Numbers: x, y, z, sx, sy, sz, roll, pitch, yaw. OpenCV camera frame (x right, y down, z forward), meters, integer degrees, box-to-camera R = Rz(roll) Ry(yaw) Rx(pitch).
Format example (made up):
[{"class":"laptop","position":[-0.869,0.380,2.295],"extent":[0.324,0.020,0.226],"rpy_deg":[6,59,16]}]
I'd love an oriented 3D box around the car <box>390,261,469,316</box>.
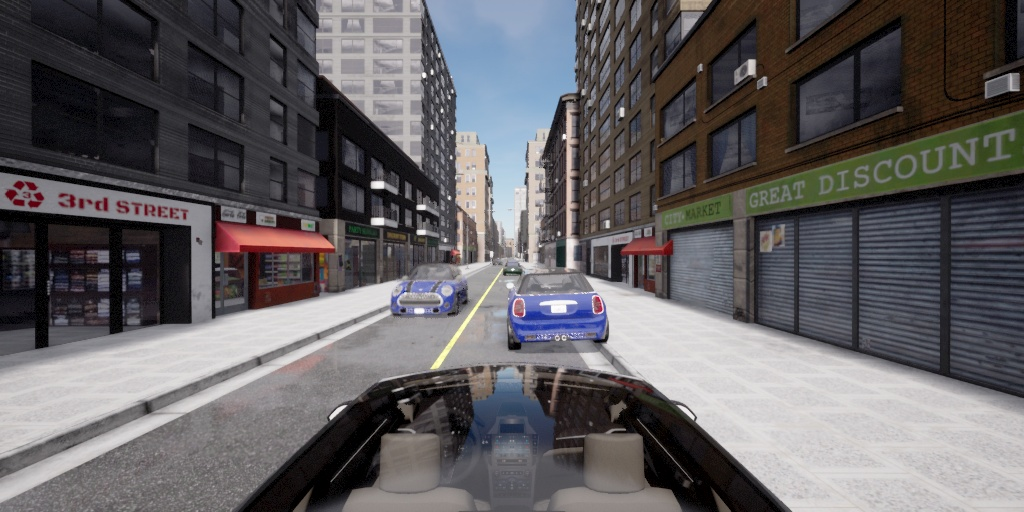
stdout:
[{"class":"car","position":[-2.853,1.097,13.283],"extent":[2.097,1.767,4.553],"rpy_deg":[0,0,0]}]

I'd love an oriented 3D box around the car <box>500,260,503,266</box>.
[{"class":"car","position":[0.070,1.287,37.252],"extent":[1.994,1.385,4.181],"rpy_deg":[0,0,0]}]

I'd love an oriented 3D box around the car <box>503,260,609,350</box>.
[{"class":"car","position":[0.925,1.066,9.220],"extent":[2.097,1.767,4.553],"rpy_deg":[-2,0,0]}]
